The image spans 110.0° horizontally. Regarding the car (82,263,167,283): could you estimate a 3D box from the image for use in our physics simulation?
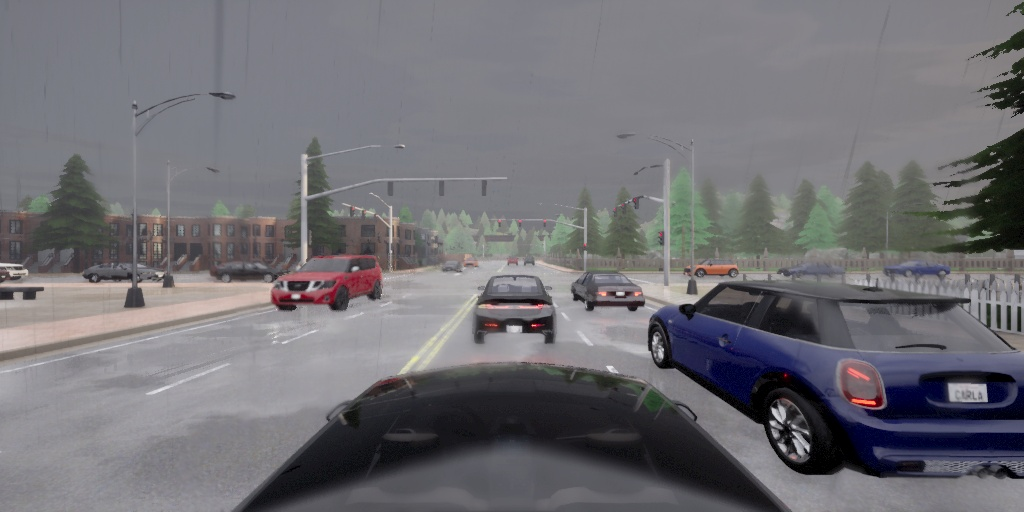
[{"bbox_3d":[-29.007,1.241,26.946,4.902,1.511,2.128,0,0,-4],"label":"car"}]

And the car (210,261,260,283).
[{"bbox_3d":[-19.510,1.228,27.219,5.008,1.535,1.882,0,0,-1],"label":"car"}]

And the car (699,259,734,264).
[{"bbox_3d":[18.764,1.102,33.963,4.553,1.767,2.097,0,0,0],"label":"car"}]

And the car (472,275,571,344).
[{"bbox_3d":[0.076,1.242,9.549,2.128,1.511,4.902,0,0,1],"label":"car"}]

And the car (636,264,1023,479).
[{"bbox_3d":[3.607,1.102,4.958,2.097,1.767,4.553,0,0,0],"label":"car"}]

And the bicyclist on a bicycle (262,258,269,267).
[{"bbox_3d":[-28.748,1.053,41.670,0.582,1.620,1.656,0,0,-1],"label":"bicyclist on a bicycle"}]

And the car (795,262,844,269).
[{"bbox_3d":[28.289,1.297,33.933,5.357,1.411,2.033,0,0,1],"label":"car"}]

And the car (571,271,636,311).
[{"bbox_3d":[3.606,1.297,14.376,2.033,1.411,5.357,0,0,0],"label":"car"}]

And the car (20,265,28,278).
[{"bbox_3d":[-42.179,0.971,27.894,5.566,2.045,2.150,0,0,-21],"label":"car"}]

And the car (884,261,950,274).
[{"bbox_3d":[38.167,1.228,33.901,5.008,1.535,1.882,0,0,0],"label":"car"}]

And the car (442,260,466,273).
[{"bbox_3d":[-7.026,1.255,42.408,1.837,1.490,4.892,0,0,0],"label":"car"}]

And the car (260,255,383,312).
[{"bbox_3d":[-7.075,0.971,14.512,2.150,2.045,5.566,0,0,0],"label":"car"}]

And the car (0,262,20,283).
[{"bbox_3d":[-39.175,1.228,25.224,5.008,1.535,1.882,0,0,-18],"label":"car"}]

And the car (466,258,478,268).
[{"bbox_3d":[-6.969,1.102,61.129,2.097,1.767,4.553,0,0,0],"label":"car"}]
